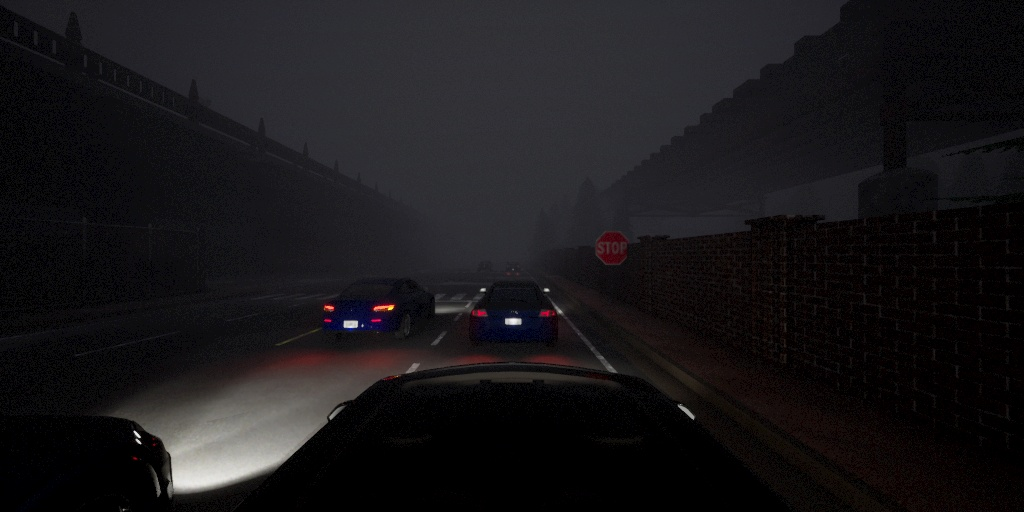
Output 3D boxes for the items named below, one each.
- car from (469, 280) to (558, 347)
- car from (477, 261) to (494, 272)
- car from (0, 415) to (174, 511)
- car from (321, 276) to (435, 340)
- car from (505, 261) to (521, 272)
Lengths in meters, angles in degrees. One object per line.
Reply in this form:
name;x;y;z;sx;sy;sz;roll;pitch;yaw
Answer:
car;0.069;1.314;9.357;1.994;1.385;4.181;0;0;1
car;-3.393;1.297;46.000;2.033;1.411;5.357;0;0;-1
car;-3.399;1.314;0.784;1.994;1.385;4.181;0;0;0
car;-3.412;1.276;9.880;1.812;1.442;4.674;0;0;0
car;0.102;1.351;46.168;1.895;1.301;4.718;0;0;-1
